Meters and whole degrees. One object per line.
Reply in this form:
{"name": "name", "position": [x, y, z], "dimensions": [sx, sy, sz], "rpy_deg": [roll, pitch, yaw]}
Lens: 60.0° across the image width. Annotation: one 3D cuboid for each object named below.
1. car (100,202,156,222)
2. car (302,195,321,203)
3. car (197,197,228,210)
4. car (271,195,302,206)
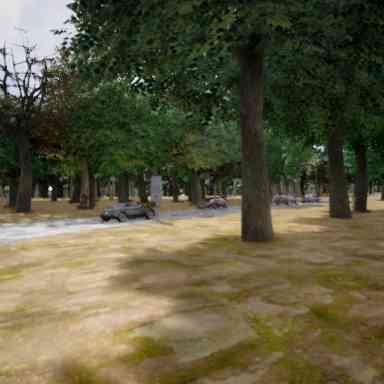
{"name": "car", "position": [-4.630, 1.394, 24.433], "dimensions": [1.994, 1.385, 4.181], "rpy_deg": [-2, -1, 38]}
{"name": "car", "position": [20.075, 1.187, 56.152], "dimensions": [2.033, 1.411, 5.357], "rpy_deg": [-2, -1, 38]}
{"name": "car", "position": [2.497, 1.379, 39.436], "dimensions": [1.812, 1.442, 4.674], "rpy_deg": [-2, -1, 38]}
{"name": "car", "position": [13.701, 1.190, 47.898], "dimensions": [1.837, 1.490, 4.892], "rpy_deg": [-2, -1, 38]}
